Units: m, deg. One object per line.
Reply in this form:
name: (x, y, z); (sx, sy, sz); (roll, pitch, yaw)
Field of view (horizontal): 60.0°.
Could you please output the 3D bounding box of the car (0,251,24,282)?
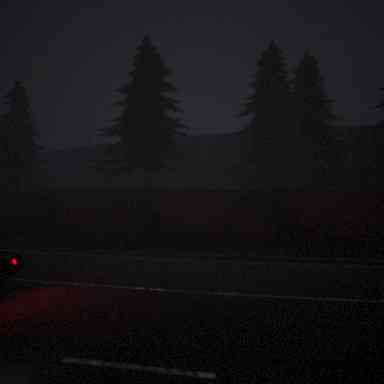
car: (-6.536, 1.674, 7.763); (4.718, 1.301, 1.895); (0, -1, 15)
